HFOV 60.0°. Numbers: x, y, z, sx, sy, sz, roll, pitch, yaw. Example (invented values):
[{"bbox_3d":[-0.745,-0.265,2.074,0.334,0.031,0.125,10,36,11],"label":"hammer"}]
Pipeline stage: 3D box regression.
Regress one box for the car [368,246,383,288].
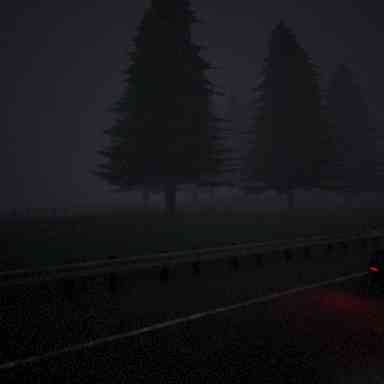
[{"bbox_3d":[6.099,1.577,8.015,4.674,1.442,1.812,0,0,-34],"label":"car"}]
